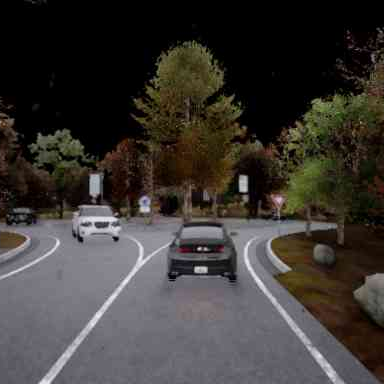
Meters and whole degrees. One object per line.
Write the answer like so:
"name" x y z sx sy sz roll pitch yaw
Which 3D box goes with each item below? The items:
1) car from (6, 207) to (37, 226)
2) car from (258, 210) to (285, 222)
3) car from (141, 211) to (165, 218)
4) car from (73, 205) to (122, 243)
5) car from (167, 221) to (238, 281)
"car" -19.014 2.690 37.337 2.150 2.045 5.566 0 -3 -15
"car" 11.705 3.442 49.396 2.097 1.767 4.553 1 -3 -22
"car" -6.886 3.961 58.106 4.181 1.385 1.994 1 -3 -10
"car" -5.659 1.761 19.403 2.150 2.045 5.566 2 -3 -24
"car" 0.373 1.669 10.344 1.837 1.490 4.892 0 -1 4
